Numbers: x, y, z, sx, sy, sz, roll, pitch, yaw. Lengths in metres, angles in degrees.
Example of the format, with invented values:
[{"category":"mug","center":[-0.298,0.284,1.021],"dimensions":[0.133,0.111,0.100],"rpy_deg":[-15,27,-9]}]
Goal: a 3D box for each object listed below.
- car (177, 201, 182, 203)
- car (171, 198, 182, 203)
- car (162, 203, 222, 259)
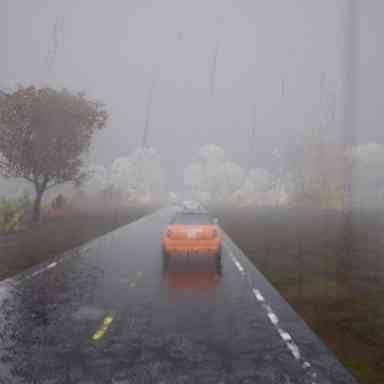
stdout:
[{"category":"car","center":[0.005,1.783,28.501],"dimensions":[2.128,1.511,4.902],"rpy_deg":[0,0,0]},{"category":"car","center":[-3.052,1.992,65.796],"dimensions":[2.097,1.767,4.553],"rpy_deg":[0,-1,0]},{"category":"car","center":[0.015,1.492,13.429],"dimensions":[2.097,1.767,4.553],"rpy_deg":[0,-1,0]}]
